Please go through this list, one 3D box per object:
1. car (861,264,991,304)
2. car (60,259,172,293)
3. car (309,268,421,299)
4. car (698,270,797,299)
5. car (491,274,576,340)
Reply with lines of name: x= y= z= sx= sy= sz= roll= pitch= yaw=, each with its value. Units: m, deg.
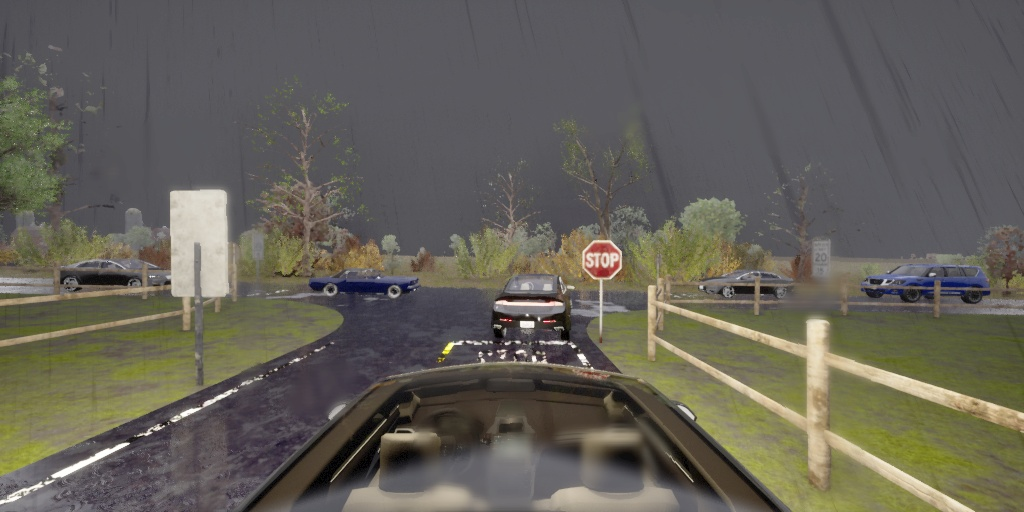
car: x=22.900 y=1.466 z=19.954 sx=5.566 sy=2.045 sz=2.150 roll=1 pitch=1 yaw=0
car: x=-18.490 y=0.885 z=17.054 sx=4.902 sy=1.511 sz=2.128 roll=1 pitch=1 yaw=0
car: x=-6.822 y=1.248 z=17.037 sx=4.718 sy=1.301 sz=1.895 roll=1 pitch=1 yaw=0
car: x=13.004 y=1.525 z=19.965 sx=4.902 sy=1.511 sz=2.128 roll=1 pitch=1 yaw=0
car: x=0.707 y=1.240 z=10.006 sx=2.128 sy=1.511 sz=4.902 roll=0 pitch=0 yaw=9
